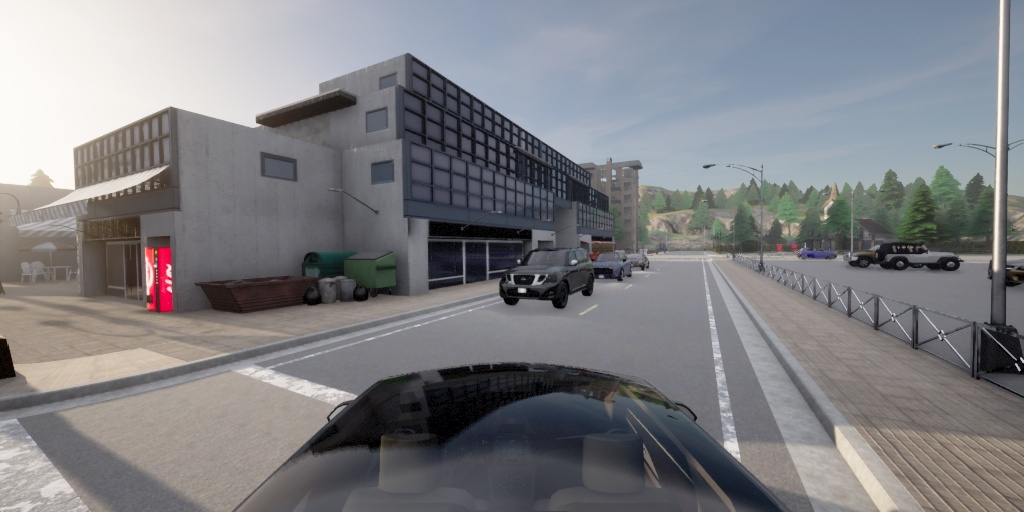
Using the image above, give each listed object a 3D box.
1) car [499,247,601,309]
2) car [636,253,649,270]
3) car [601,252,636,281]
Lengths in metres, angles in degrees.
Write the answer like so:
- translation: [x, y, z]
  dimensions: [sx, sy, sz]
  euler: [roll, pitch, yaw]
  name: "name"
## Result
- translation: [1.608, 0.686, 13.959]
  dimensions: [2.150, 2.045, 5.566]
  euler: [0, 1, 28]
  name: "car"
- translation: [10.962, 0.446, 31.714]
  dimensions: [1.812, 1.442, 4.674]
  euler: [0, 2, 28]
  name: "car"
- translation: [6.190, 0.550, 22.662]
  dimensions: [2.097, 1.767, 4.553]
  euler: [0, 2, 28]
  name: "car"
